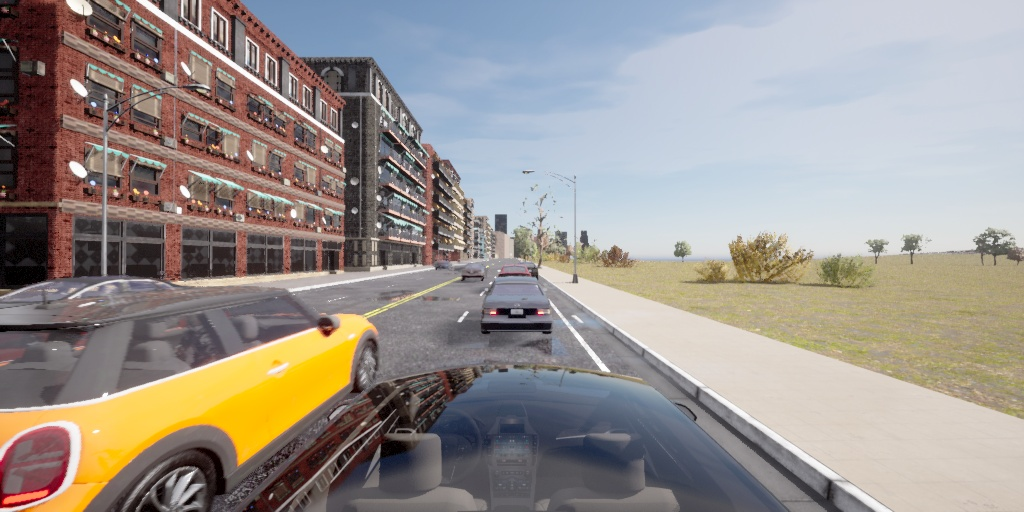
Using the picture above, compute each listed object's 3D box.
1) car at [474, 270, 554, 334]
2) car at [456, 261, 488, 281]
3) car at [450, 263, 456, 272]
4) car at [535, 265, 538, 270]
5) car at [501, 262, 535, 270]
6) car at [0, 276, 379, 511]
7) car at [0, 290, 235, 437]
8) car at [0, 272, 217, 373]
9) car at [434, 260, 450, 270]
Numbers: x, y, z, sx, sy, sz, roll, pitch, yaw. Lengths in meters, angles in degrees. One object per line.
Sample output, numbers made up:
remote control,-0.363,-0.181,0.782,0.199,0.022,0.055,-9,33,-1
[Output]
car,0.119,1.299,10.557,2.033,1.411,5.357,0,0,0
car,-3.084,1.302,30.198,2.033,1.411,5.357,0,0,0
car,-6.493,1.354,47.319,1.895,1.301,4.718,0,0,0
car,1.204,1.232,30.534,1.882,1.535,5.008,0,0,0
car,0.147,1.231,21.097,1.882,1.535,5.008,0,0,0
car,-3.147,1.104,3.842,2.097,1.767,4.553,0,0,0
car,-6.594,1.351,4.951,1.895,1.301,4.718,0,0,0
car,-9.838,1.243,8.219,2.128,1.511,4.902,0,0,0
car,-9.729,1.317,51.175,1.994,1.385,4.181,0,0,0
